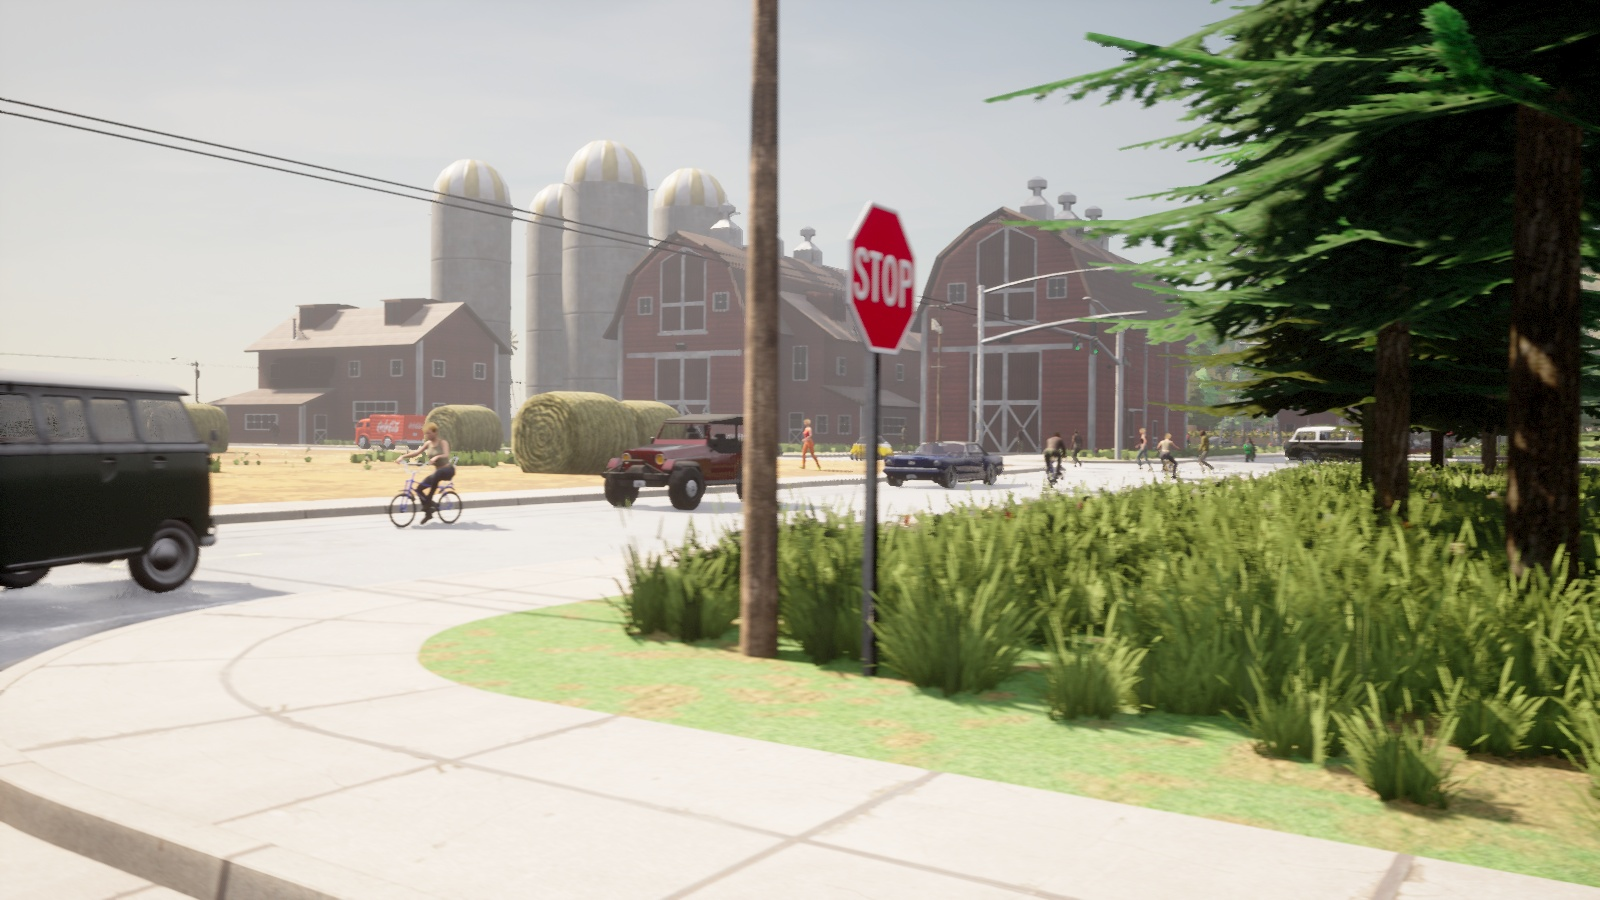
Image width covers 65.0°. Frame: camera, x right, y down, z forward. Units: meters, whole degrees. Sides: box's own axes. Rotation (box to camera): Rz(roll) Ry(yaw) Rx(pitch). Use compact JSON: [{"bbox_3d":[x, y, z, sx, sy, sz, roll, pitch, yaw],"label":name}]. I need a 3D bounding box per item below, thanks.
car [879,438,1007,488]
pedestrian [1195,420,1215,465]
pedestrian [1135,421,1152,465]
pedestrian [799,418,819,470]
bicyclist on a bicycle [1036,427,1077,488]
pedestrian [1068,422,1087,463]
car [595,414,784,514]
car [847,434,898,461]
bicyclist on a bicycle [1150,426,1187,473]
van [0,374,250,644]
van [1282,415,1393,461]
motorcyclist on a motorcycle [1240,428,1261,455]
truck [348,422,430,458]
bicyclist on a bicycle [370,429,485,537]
[{"bbox_3d":[4.209,0.329,36.241,1.895,1.301,4.718,0,1,31],"label":"car"},{"bbox_3d":[16.737,-0.307,51.907,0.726,1.835,0.370,0,1,32],"label":"pedestrian"},{"bbox_3d":[14.556,-0.305,53.217,0.594,1.836,0.345,0,1,37],"label":"pedestrian"},{"bbox_3d":[0.302,-0.222,44.320,0.594,1.836,0.345,-1,1,-30],"label":"pedestrian"},{"bbox_3d":[6.953,0.188,34.009,0.582,1.620,1.656,0,1,31],"label":"bicyclist on a bicycle"},{"bbox_3d":[12.409,-0.351,56.128,0.328,1.805,0.869,-1,1,-27],"label":"pedestrian"},{"bbox_3d":[-2.163,0.227,25.577,1.905,1.878,3.866,0,1,31],"label":"car"},{"bbox_3d":[3.770,-0.149,65.474,2.207,1.376,1.481,0,1,30],"label":"car"},{"bbox_3d":[12.932,-0.020,44.028,0.866,1.612,1.509,0,1,31],"label":"bicyclist on a bicycle"},{"bbox_3d":[-6.639,0.431,10.332,1.775,1.987,4.442,-1,1,8],"label":"van"},{"bbox_3d":[24.625,-0.538,57.550,4.480,2.038,2.069,0,1,30],"label":"van"},{"bbox_3d":[26.224,-0.492,73.085,0.797,1.523,2.044,0,1,31],"label":"motorcyclist on a motorcycle"},{"bbox_3d":[-28.891,-0.714,88.223,5.204,2.467,2.627,0,1,30],"label":"truck"},{"bbox_3d":[-5.776,0.483,19.541,0.866,1.612,1.509,0,1,31],"label":"bicyclist on a bicycle"}]
